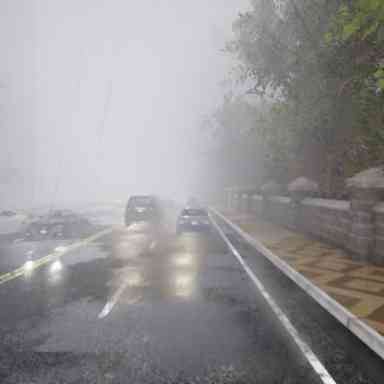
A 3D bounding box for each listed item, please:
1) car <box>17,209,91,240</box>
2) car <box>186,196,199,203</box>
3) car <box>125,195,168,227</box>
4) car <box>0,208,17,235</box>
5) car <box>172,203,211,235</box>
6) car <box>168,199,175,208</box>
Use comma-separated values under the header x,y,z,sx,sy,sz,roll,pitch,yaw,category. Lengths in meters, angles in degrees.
x,y,z,sx,sy,sz,roll,pitch,yaw,category
-6.555,1.568,16.709,1.994,1.385,4.181,0,0,0,car
0.080,1.529,55.743,1.837,1.490,4.892,0,0,0,car
-3.159,1.227,22.969,2.150,2.045,5.566,0,0,0,car
-9.808,1.528,16.298,1.812,1.442,4.674,0,0,1,car
0.093,1.552,18.675,2.033,1.411,5.357,0,0,0,car
-3.166,1.564,44.046,2.033,1.411,5.357,0,0,0,car
